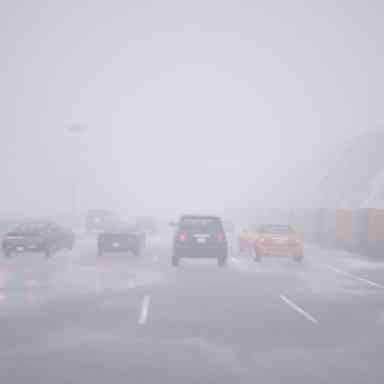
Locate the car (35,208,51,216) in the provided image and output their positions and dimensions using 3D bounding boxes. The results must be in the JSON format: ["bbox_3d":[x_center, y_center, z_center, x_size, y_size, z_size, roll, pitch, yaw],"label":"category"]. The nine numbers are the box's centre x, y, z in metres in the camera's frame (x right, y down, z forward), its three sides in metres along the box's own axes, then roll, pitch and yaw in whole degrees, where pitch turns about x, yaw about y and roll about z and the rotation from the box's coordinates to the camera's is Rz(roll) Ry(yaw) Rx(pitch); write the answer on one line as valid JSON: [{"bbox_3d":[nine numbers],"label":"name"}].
[{"bbox_3d":[-31.990,4.175,71.449,2.097,1.767,4.553,1,-3,-5],"label":"car"}]

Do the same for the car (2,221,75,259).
[{"bbox_3d":[-6.865,2.116,15.431,2.128,1.511,4.902,1,-3,-3],"label":"car"}]

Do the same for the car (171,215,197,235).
[{"bbox_3d":[-0.790,2.982,30.698,2.128,1.511,4.902,1,-3,-3],"label":"car"}]

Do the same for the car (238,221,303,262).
[{"bbox_3d":[3.613,2.226,16.150,2.097,1.767,4.553,1,-3,-3],"label":"car"}]

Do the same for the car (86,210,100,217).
[{"bbox_3d":[-21.528,4.670,72.234,1.895,1.301,4.718,1,-3,-5],"label":"car"}]

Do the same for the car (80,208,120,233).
[{"bbox_3d":[-7.715,2.496,29.172,2.150,2.045,5.566,1,-3,-3],"label":"car"}]

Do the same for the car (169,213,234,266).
[{"bbox_3d":[0.182,1.962,14.820,2.150,2.045,5.566,1,-3,-3],"label":"car"}]

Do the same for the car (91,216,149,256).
[{"bbox_3d":[-3.442,2.241,16.848,1.882,1.535,5.008,1,-3,-3],"label":"car"}]

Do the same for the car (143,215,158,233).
[{"bbox_3d":[-4.285,2.916,30.519,1.837,1.490,4.892,1,-2,-3],"label":"car"}]

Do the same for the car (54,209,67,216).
[{"bbox_3d":[-28.571,4.422,72.526,1.812,1.442,4.674,1,-3,-5],"label":"car"}]

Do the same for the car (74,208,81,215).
[{"bbox_3d":[-25.183,4.264,74.093,2.097,1.767,4.553,1,-3,-5],"label":"car"}]

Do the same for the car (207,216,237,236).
[{"bbox_3d":[2.703,3.064,30.899,2.128,1.511,4.902,1,-3,-3],"label":"car"}]
